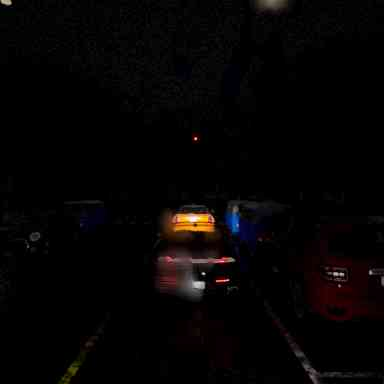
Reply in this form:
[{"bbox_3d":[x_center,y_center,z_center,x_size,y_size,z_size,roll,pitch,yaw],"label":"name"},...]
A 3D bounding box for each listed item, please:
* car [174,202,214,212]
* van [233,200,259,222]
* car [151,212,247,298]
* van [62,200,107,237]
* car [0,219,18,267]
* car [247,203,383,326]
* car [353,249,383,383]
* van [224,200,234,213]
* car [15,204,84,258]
[{"bbox_3d":[0.104,1.353,17.558,2.097,1.767,4.553,0,0,1],"label":"car"},{"bbox_3d":[2.738,1.342,12.425,1.690,1.788,3.998,0,0,0],"label":"van"},{"bbox_3d":[0.086,1.492,8.508,2.128,1.511,4.902,0,0,0],"label":"car"},{"bbox_3d":[-5.798,1.342,17.846,1.690,1.788,3.998,0,0,0],"label":"van"},{"bbox_3d":[-5.776,1.525,6.801,1.752,1.417,4.829,0,0,0],"label":"car"},{"bbox_3d":[2.749,1.315,6.988,2.192,1.841,5.009,0,0,0],"label":"car"},{"bbox_3d":[2.760,1.440,1.550,1.967,1.590,4.097,0,0,0],"label":"car"},{"bbox_3d":[2.727,1.342,17.863,1.690,1.788,3.998,0,0,0],"label":"van"},{"bbox_3d":[-5.787,1.441,12.408,1.967,1.590,4.097,0,0,0],"label":"car"}]
